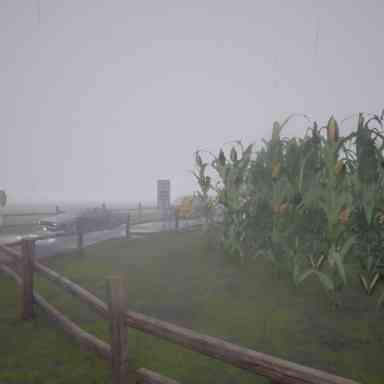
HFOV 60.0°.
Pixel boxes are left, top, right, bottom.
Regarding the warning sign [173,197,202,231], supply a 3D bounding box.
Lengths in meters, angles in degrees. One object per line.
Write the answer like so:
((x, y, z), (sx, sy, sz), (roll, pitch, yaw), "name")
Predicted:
((-0.267, 1.219, 19.229), (1.300, 1.860, 1.060), (1, 1, 35), "warning sign")

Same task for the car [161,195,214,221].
((-0.243, 1.307, 28.498), (2.150, 2.045, 5.566), (1, 0, 35), "car")

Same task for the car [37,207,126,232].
((-6.306, 1.587, 19.817), (2.033, 1.411, 5.357), (1, 0, 34), "car")
